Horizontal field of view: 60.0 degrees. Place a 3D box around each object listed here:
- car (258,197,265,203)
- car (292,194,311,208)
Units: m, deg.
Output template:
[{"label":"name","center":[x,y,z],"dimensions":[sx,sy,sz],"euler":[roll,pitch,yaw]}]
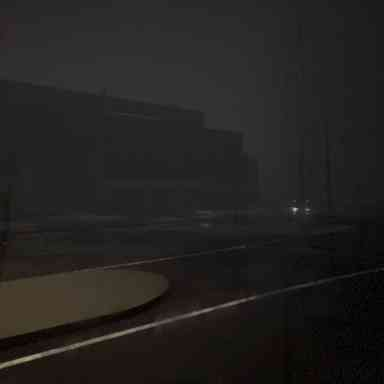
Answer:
[{"label":"car","center":[11.462,1.298,61.533],"dimensions":[1.895,1.301,4.718],"euler":[0,0,-29]},{"label":"car","center":[14.278,1.105,43.295],"dimensions":[2.097,1.767,4.553],"euler":[0,0,20]}]
